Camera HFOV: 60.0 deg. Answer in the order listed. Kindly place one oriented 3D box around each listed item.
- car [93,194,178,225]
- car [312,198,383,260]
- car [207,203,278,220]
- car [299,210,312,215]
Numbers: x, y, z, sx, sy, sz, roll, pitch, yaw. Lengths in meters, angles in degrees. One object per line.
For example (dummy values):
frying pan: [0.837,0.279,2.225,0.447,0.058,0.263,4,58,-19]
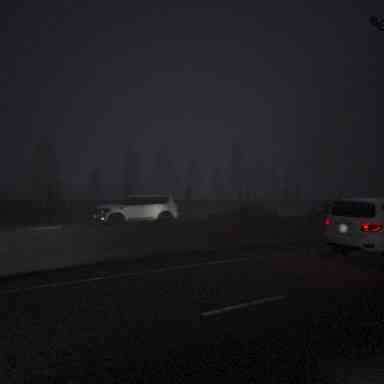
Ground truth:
car: [-3.626,1.183,22.079,5.566,2.045,2.150,0,0,-30]
car: [7.208,1.224,11.838,5.566,2.045,2.150,0,0,-27]
car: [3.324,1.466,21.769,5.008,1.535,1.882,0,0,-26]
car: [8.646,1.497,20.409,4.902,1.511,2.128,0,0,-24]
